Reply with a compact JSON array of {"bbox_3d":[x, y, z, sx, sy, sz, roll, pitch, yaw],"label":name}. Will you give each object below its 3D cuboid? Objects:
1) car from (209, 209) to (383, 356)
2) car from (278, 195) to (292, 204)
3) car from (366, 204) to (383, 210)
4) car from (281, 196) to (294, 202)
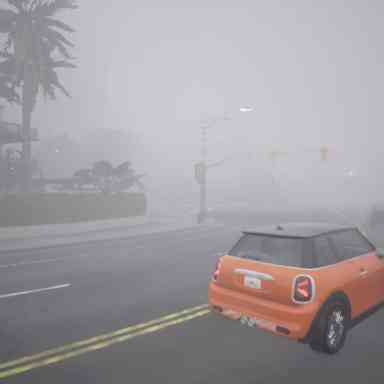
[{"bbox_3d":[2.463,1.374,6.434,4.553,1.767,2.097,0,0,-43],"label":"car"},{"bbox_3d":[18.744,1.716,68.279,2.097,1.535,5.008,0,0,19],"label":"car"},{"bbox_3d":[12.851,1.531,22.296,1.882,1.535,5.008,0,0,23],"label":"car"},{"bbox_3d":[24.372,1.769,84.533,2.231,1.521,4.892,0,0,29],"label":"car"}]
